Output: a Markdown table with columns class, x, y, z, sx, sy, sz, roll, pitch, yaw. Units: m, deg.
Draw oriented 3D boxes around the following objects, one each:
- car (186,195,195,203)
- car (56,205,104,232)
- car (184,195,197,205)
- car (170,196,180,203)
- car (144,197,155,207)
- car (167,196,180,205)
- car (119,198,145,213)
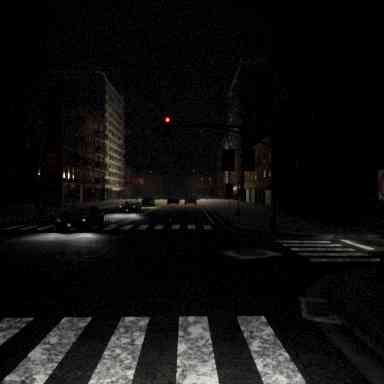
| class | x | y | z | sx | sy | sz | roll | pitch | yaw |
| --- | --- | --- | --- | --- | --- | --- | --- | --- | --- |
| car | -0.296 | 1.467 | 68.314 | 1.882 | 1.535 | 5.008 | 0 | 0 | 0 |
| car | -6.691 | 1.531 | 20.401 | 1.812 | 1.442 | 4.674 | 0 | 0 | 0 |
| car | -0.252 | 1.344 | 58.281 | 2.097 | 1.767 | 4.553 | 0 | 0 | 0 |
| car | -3.468 | 1.590 | 69.864 | 1.895 | 1.301 | 4.718 | 0 | 0 | 0 |
| car | -6.811 | 1.498 | 51.592 | 1.837 | 1.490 | 4.892 | 0 | 0 | 0 |
| car | -3.410 | 1.469 | 59.711 | 1.882 | 1.535 | 5.008 | 0 | 0 | 0 |
| car | -6.760 | 1.599 | 36.824 | 1.895 | 1.301 | 4.718 | 0 | 0 | 0 |
